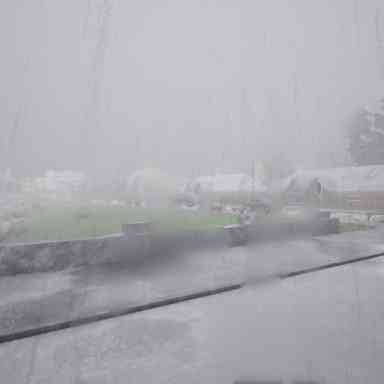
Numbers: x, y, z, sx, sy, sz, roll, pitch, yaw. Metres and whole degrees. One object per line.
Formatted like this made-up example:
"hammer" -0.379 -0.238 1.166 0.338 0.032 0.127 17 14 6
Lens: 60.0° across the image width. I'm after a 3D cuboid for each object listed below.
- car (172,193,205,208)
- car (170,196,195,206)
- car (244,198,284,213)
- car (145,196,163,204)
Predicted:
"car" -0.350 1.222 48.589 2.150 2.045 5.566 0 0 -35
"car" -1.684 1.478 57.590 1.882 1.535 5.008 0 0 -35
"car" 7.930 1.505 36.940 1.837 1.490 4.892 0 0 -35
"car" -7.606 1.478 65.827 1.882 1.535 5.008 0 0 -35
